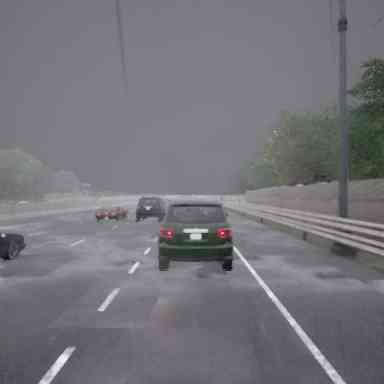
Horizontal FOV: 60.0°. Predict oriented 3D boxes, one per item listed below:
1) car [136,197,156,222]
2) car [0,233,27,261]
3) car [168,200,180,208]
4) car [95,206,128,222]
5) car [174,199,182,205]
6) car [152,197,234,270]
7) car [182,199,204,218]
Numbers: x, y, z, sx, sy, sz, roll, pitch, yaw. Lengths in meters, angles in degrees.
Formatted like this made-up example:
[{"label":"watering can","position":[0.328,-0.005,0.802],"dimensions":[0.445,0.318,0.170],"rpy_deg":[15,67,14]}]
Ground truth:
[{"label":"car","position":[-3.495,1.461,29.107],"dimensions":[2.150,2.045,5.566],"rpy_deg":[0,-1,0]},{"label":"car","position":[-6.898,1.588,9.549],"dimensions":[2.033,1.411,5.357],"rpy_deg":[0,0,0]},{"label":"car","position":[-3.490,2.299,64.242],"dimensions":[1.994,1.385,4.181],"rpy_deg":[0,-1,0]},{"label":"car","position":[-6.895,1.841,29.043],"dimensions":[1.895,1.301,4.718],"rpy_deg":[0,-1,0]},{"label":"car","position":[-3.487,2.508,83.027],"dimensions":[1.837,1.490,4.892],"rpy_deg":[0,-1,0]},{"label":"car","position":[0.102,1.274,11.366],"dimensions":[2.150,2.045,5.566],"rpy_deg":[0,0,0]},{"label":"car","position":[0.105,1.660,33.837],"dimensions":[2.097,1.767,4.553],"rpy_deg":[0,-1,0]}]
